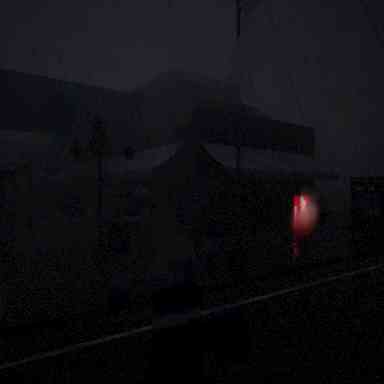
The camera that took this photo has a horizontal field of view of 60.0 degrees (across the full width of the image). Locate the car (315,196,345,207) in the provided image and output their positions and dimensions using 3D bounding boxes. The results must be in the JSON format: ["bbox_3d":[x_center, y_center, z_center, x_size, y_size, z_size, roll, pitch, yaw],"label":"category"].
[{"bbox_3d":[20.082,1.364,49.689,5.027,1.636,2.152,0,0,-36],"label":"car"}]

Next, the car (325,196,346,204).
[{"bbox_3d":[29.289,1.517,67.841,4.514,1.523,2.007,0,0,-36],"label":"car"}]
